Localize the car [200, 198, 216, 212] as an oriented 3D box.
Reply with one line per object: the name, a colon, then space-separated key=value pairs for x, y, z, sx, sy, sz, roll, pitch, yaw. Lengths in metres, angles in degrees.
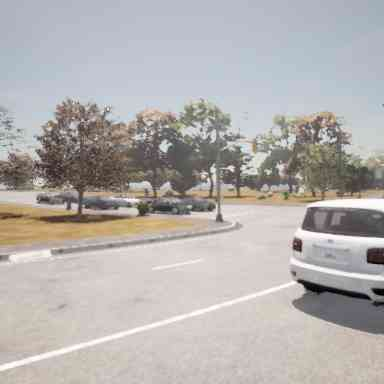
car: x=0.316 y=1.186 z=32.734 sx=4.181 sy=1.385 sz=1.994 roll=0 pitch=2 yaw=38

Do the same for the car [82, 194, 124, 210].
car: x=-9.901 y=1.118 z=36.258 sx=4.674 sy=1.442 sz=1.812 roll=2 pitch=3 yaw=38

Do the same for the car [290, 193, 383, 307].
car: x=4.507 y=1.162 z=7.554 sx=5.566 sy=2.045 sz=2.150 roll=-1 pitch=1 yaw=-39

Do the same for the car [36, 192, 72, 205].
car: x=-18.099 y=0.775 z=42.650 sx=4.902 sy=1.511 sz=2.128 roll=3 pitch=3 yaw=38

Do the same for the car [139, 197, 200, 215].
car: x=-2.091 y=1.210 z=30.173 sx=4.902 sy=1.511 sz=2.128 roll=0 pitch=2 yaw=38

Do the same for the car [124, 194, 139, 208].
car: x=-7.774 y=1.019 z=39.035 sx=4.674 sy=1.442 sz=1.812 roll=2 pitch=3 yaw=38

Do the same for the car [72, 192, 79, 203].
car: x=-16.009 y=0.730 z=45.452 sx=5.357 sy=1.411 sz=2.033 roll=3 pitch=3 yaw=38
